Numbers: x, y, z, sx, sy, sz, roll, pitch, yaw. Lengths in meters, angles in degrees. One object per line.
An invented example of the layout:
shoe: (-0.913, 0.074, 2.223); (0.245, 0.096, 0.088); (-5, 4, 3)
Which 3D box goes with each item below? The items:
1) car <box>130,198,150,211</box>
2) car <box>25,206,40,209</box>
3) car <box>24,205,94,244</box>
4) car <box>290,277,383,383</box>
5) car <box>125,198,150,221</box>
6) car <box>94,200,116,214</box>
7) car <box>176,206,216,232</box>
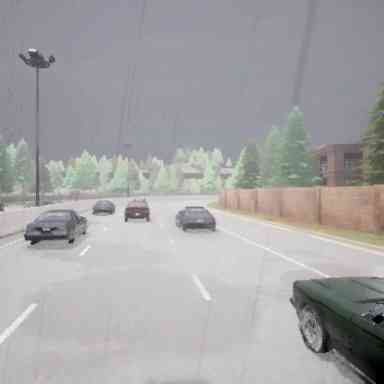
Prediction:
car: (-6.421, 1.489, 41.475); (2.128, 1.511, 4.902); (0, 0, -4)
car: (-16.455, 1.490, 35.575); (2.128, 1.511, 4.902); (0, 0, -7)
car: (-6.235, 1.547, 15.810); (2.033, 1.411, 5.357); (0, 0, -9)
car: (2.787, 1.600, 3.300); (1.895, 1.301, 4.718); (0, 0, -9)
car: (-4.415, 1.476, 26.916); (1.882, 1.535, 5.008); (0, 0, -9)
car: (-9.149, 1.562, 34.801); (1.994, 1.385, 4.181); (0, 0, -8)
car: (0.143, 1.563, 20.364); (1.994, 1.385, 4.181); (0, 0, -9)
